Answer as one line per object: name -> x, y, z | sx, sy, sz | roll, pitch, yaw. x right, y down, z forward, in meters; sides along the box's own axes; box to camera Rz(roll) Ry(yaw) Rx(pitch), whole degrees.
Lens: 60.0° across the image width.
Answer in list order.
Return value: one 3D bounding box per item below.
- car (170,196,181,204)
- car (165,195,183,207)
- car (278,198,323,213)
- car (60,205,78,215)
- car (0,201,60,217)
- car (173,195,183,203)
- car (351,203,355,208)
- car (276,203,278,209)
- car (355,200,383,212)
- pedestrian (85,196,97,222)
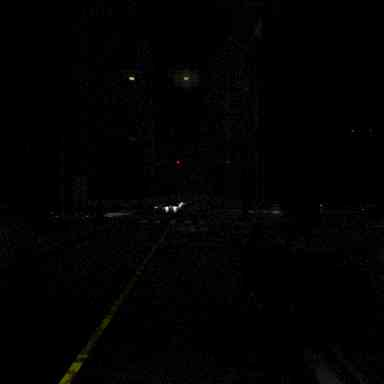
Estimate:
car -> -3.040, 1.471, 62.782 | 1.882, 1.535, 5.008 | 0, 0, 0
car -> -3.036, 1.542, 52.979 | 2.033, 1.411, 5.357 | 0, 0, 4
car -> 12.208, 1.570, 36.870 | 4.181, 1.385, 1.994 | 0, 0, 0
car -> -14.075, 1.589, 33.544 | 4.718, 1.301, 1.895 | 0, 0, 0
car -> -15.014, 1.595, 30.289 | 4.718, 1.301, 1.895 | 0, 0, -2
car -> -2.990, 1.518, 72.944 | 2.128, 1.511, 4.902 | 0, 0, 0
car -> 21.910, 1.612, 40.077 | 4.718, 1.301, 1.895 | 0, 0, 0
car -> 12.648, 1.492, 40.119 | 4.902, 1.511, 2.128 | 0, 0, 0
car -> 21.115, 1.618, 36.832 | 4.718, 1.301, 1.895 | 0, 0, 0
pedestrian -> -7.200, 1.139, 23.609 | 0.375, 1.860, 0.375 | 0, 0, 0
